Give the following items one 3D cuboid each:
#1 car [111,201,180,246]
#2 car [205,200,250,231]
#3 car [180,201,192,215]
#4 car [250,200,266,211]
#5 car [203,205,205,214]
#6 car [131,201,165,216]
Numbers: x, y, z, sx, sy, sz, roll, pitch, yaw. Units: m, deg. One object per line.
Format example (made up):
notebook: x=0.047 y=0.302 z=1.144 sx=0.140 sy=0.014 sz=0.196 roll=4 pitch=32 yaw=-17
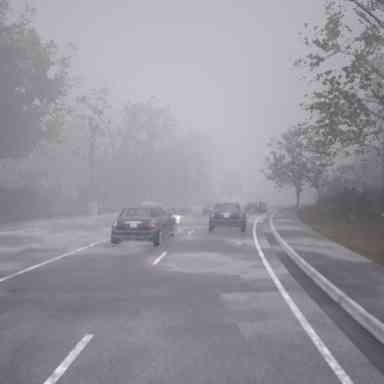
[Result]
car: x=-2.096 y=1.373 z=15.558 sx=2.097 sy=1.767 sz=4.553 roll=0 pitch=0 yaw=7
car: x=2.325 y=1.352 z=20.720 sx=2.097 sy=1.767 sz=4.553 roll=0 pitch=0 yaw=11
car: x=-1.443 y=1.670 z=35.204 sx=1.994 sy=1.385 sz=4.181 roll=-1 pitch=0 yaw=17
car: x=7.566 y=1.574 z=39.247 sx=1.895 sy=1.301 sz=4.718 roll=-1 pitch=0 yaw=21
car: x=2.510 y=1.606 z=35.298 sx=1.994 sy=1.385 sz=4.181 roll=-1 pitch=0 yaw=18
car: x=-4.736 y=1.710 z=36.411 sx=1.812 sy=1.442 sz=4.674 roll=-1 pitch=0 yaw=18
